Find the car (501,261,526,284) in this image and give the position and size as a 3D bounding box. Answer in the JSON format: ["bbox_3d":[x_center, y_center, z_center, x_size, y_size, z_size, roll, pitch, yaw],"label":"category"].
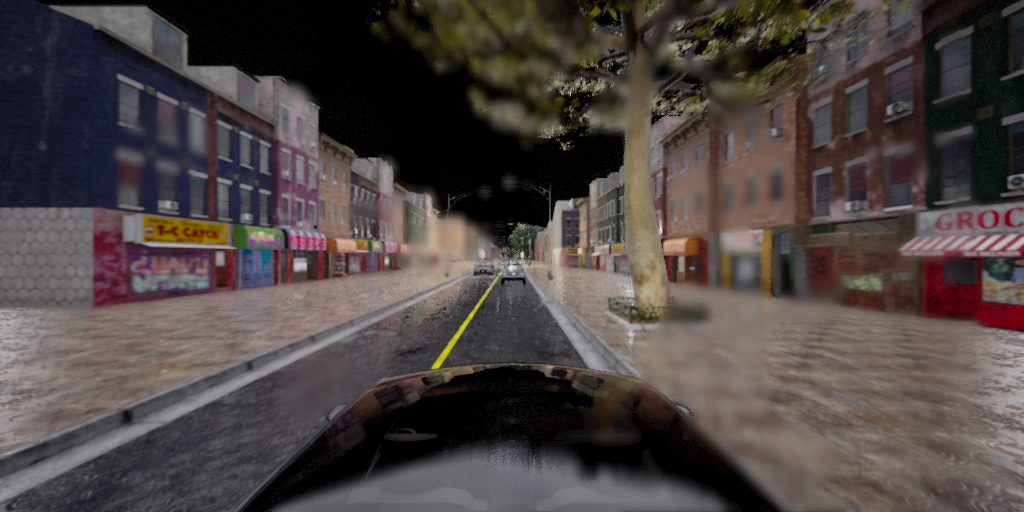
[{"bbox_3d":[0.103,1.296,27.303,2.033,1.411,5.357,0,0,0],"label":"car"}]

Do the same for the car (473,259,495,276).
[{"bbox_3d":[-2.747,1.310,36.252,1.994,1.385,4.181,0,0,0],"label":"car"}]
